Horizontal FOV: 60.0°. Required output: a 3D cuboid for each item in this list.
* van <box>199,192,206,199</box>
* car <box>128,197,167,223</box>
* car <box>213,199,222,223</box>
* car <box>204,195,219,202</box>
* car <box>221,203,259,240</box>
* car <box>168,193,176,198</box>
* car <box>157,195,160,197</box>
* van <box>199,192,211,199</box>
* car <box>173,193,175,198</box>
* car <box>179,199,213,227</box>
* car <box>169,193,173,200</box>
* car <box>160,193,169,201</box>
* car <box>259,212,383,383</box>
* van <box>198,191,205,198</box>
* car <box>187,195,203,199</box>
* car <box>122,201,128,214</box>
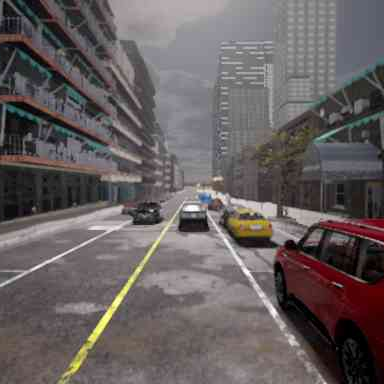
[{"bbox_3d":[2.647,0.840,82.953,1.690,1.788,3.998,-1,0,0],"label":"van"},{"bbox_3d":[-3.106,1.368,24.117,1.837,1.490,4.892,0,0,0],"label":"car"},{"bbox_3d":[2.674,1.429,21.574,2.008,1.369,4.403,-1,0,0],"label":"car"},{"bbox_3d":[2.665,1.362,38.314,1.802,1.307,4.206,-1,0,0],"label":"car"},{"bbox_3d":[2.662,1.435,16.165,1.752,1.417,4.829,-1,0,0],"label":"car"},{"bbox_3d":[-5.733,0.973,94.069,2.008,1.369,4.403,-1,0,0],"label":"car"},{"bbox_3d":[-5.717,1.291,43.846,1.887,1.381,4.507,-1,0,0],"label":"car"},{"bbox_3d":[2.654,0.984,60.632,1.690,1.788,3.998,-1,0,0],"label":"van"},{"bbox_3d":[-5.730,0.976,77.328,1.967,1.590,4.097,-1,0,0],"label":"car"},{"bbox_3d":[0.090,1.424,21.806,2.033,1.411,5.357,0,0,0],"label":"car"},{"bbox_3d":[-5.726,1.123,71.749,2.008,1.369,4.403,-1,0,0],"label":"car"},{"bbox_3d":[-5.722,1.224,60.587,1.802,1.307,4.206,-1,0,0],"label":"car"},{"bbox_3d":[2.638,1.288,4.834,2.192,1.841,5.009,-1,0,0],"label":"car"},{"bbox_3d":[2.643,0.764,94.113,1.690,1.788,3.998,-1,0,0],"label":"van"},{"bbox_3d":[0.084,1.366,40.831,1.895,1.301,4.718,0,0,0],"label":"car"},{"bbox_3d":[-5.713,1.395,32.686,1.802,1.307,4.206,-1,0,0],"label":"car"}]
